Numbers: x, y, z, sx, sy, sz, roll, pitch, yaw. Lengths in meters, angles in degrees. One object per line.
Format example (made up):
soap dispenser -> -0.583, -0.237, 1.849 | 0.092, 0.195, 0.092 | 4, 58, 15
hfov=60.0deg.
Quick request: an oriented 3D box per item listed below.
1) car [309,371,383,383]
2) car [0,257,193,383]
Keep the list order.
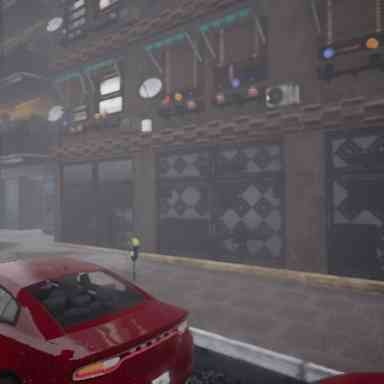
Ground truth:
car -> 2.414, 1.554, 1.022 | 4.507, 1.381, 1.887 | 0, -1, 36
car -> -2.088, 1.523, 4.233 | 4.507, 1.381, 1.887 | 0, -1, 36
